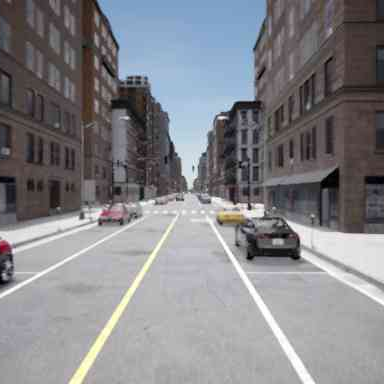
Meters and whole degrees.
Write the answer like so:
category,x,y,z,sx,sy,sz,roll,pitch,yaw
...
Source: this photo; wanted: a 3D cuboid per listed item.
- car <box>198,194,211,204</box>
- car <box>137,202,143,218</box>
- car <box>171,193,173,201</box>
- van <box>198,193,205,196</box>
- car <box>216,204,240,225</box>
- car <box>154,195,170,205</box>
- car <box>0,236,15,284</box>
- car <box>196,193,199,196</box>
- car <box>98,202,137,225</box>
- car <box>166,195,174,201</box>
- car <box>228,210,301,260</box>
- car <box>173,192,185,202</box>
category,x,y,z,sx,sy,sz,roll,pitch,yaw
car,2.645,1.518,61.589,2.008,1.369,4.403,0,0,0
car,-5.384,1.539,29.306,2.008,1.369,4.403,0,0,0
car,-5.403,1.398,77.807,1.967,1.590,4.097,0,0,0
van,2.647,1.305,66.995,1.690,1.788,3.998,0,0,0
car,2.640,1.515,23.795,1.752,1.417,4.829,0,0,0
car,-5.384,1.522,56.182,2.008,1.369,4.403,0,0,0
car,-5.386,1.438,6.579,1.967,1.590,4.097,0,0,0
car,2.653,1.269,83.214,2.192,1.841,5.009,0,0,0
car,-5.385,1.573,23.625,1.802,1.307,4.206,0,0,0
car,-5.407,1.480,83.043,1.752,1.417,4.829,0,0,0
car,2.639,1.561,12.263,1.947,1.339,4.313,0,0,0
car,-2.744,1.436,76.446,1.882,1.535,5.008,0,0,0
